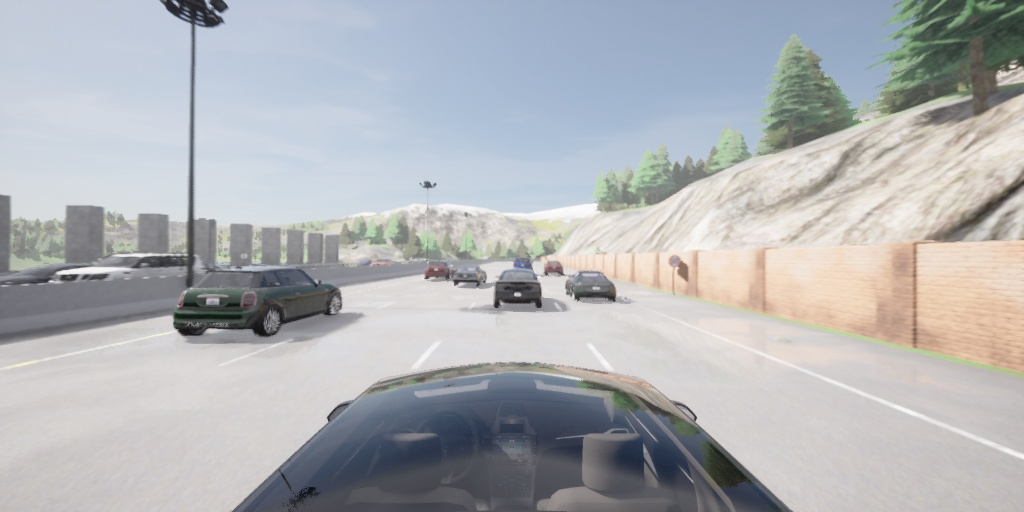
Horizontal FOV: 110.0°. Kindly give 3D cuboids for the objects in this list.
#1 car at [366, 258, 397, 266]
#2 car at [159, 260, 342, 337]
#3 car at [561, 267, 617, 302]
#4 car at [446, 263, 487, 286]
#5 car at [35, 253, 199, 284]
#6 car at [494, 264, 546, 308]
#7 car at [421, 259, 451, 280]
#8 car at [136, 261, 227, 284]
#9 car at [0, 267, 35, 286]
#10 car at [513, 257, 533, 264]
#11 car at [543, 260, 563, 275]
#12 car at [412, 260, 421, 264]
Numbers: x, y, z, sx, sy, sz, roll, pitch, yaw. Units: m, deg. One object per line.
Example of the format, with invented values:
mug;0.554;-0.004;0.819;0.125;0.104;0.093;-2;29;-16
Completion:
car;-19.385;1.144;53.435;2.097;1.767;4.553;1;-1;1
car;-6.822;1.076;10.331;2.097;1.767;4.553;1;0;1
car;3.823;1.413;17.989;1.994;1.385;4.181;0;0;2
car;-2.952;1.368;25.904;2.033;1.411;5.357;0;0;3
car;-17.410;0.880;16.774;2.150;2.045;5.566;0;0;1
car;0.273;1.286;15.749;1.882;1.535;5.008;0;0;1
car;-6.173;1.168;31.858;2.097;1.767;4.553;1;0;3
car;-24.101;1.128;26.478;2.128;1.511;4.902;0;0;2
car;-20.909;1.131;16.519;1.837;1.490;4.892;0;-1;1
car;1.234;1.141;40.964;2.150;2.045;5.566;1;0;3
car;4.781;1.304;41.925;2.097;1.767;4.553;0;0;2
car;-15.717;1.351;61.519;2.128;1.511;4.902;1;0;2
